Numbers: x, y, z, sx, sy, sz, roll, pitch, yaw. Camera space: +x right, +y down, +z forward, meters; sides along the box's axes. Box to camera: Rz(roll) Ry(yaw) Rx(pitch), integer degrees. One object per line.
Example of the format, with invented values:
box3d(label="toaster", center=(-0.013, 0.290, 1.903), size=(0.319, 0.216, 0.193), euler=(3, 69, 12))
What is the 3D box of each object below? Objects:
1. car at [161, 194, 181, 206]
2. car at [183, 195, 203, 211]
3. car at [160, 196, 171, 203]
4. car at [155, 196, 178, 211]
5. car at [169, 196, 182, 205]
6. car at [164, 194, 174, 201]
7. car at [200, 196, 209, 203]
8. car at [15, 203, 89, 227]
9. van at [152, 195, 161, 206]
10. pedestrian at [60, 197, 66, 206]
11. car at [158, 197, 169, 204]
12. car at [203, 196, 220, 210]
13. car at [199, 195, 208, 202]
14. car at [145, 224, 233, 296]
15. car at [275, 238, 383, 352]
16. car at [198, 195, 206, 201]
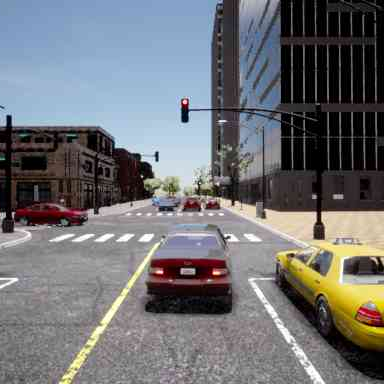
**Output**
box3d(label="car", center=(-3.113, 1.371, 51.013), size=(2.097, 1.767, 4.553), euler=(0, 0, 0))
box3d(label="car", center=(0.030, 1.366, 41.777), size=(2.097, 1.767, 4.553), euler=(0, 0, 1))
box3d(label="car", center=(-5.705, 1.594, 71.815), size=(1.947, 1.339, 4.313), euler=(1, 0, 0))
box3d(label="car", center=(-3.138, 1.562, 41.114), size=(2.033, 1.411, 5.357), euler=(0, 0, -3))
box3d(label="car", center=(-3.088, 1.515, 61.390), size=(2.128, 1.511, 4.902), euler=(0, 0, 0))
box3d(label="car", center=(-5.705, 1.348, 82.883), size=(2.192, 1.841, 5.009), euler=(1, 0, 0))
box3d(label="car", center=(2.676, 1.553, 71.976), size=(1.752, 1.417, 4.829), euler=(1, 0, 0))
box3d(label="car", center=(-9.482, 1.516, 22.586), size=(5.008, 1.535, 1.882), euler=(-1, -1, 13))
box3d(label="van", center=(-5.696, 1.362, 55.212), size=(1.690, 1.788, 3.998), euler=(1, 0, 0))
box3d(label="pedestrian", center=(-12.556, 1.369, 32.120), size=(0.375, 1.860, 0.375), euler=(0, 0, 1))
box3d(label="car", center=(-5.703, 1.608, 66.280), size=(1.802, 1.307, 4.206), euler=(1, 0, 0))
box3d(label="car", center=(2.687, 1.456, 44.131), size=(1.967, 1.590, 4.097), euler=(1, 0, 0))
box3d(label="car", center=(2.674, 1.556, 77.510), size=(1.752, 1.417, 4.829), euler=(1, 0, 0))
box3d(label="car", center=(0.072, 1.550, 8.803), size=(2.033, 1.411, 5.357), euler=(0, 0, 3))
box3d(label="car", center=(2.836, 1.527, 6.353), size=(1.752, 1.417, 4.829), euler=(1, 0, 0))
box3d(label="car", center=(2.670, 1.580, 88.410), size=(1.887, 1.381, 4.507), euler=(1, 0, 0))
